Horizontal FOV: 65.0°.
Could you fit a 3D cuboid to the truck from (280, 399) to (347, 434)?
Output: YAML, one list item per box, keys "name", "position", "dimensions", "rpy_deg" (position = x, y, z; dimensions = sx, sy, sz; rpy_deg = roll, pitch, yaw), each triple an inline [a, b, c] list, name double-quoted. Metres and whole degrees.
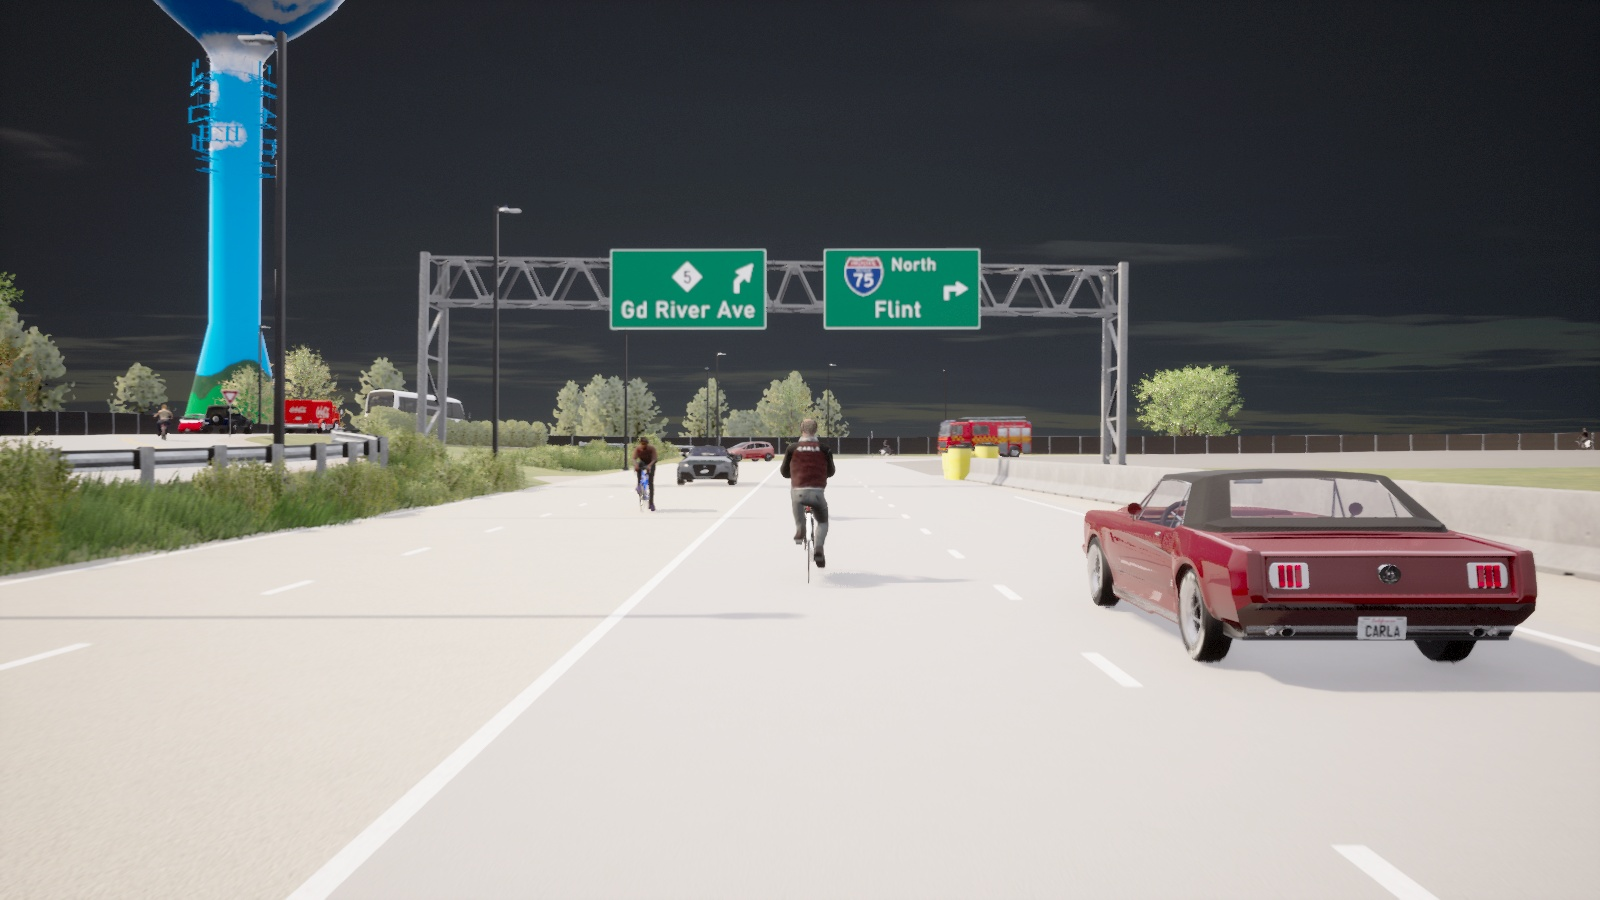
- name: "truck"
  position: [-35.701, -2.454, 92.345]
  dimensions: [2.627, 2.467, 5.204]
  rpy_deg: [0, 0, 3]

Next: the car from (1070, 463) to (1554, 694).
- name: "car"
  position: [3.572, 0.795, 9.878]
  dimensions: [1.895, 1.301, 4.718]
  rpy_deg: [0, 0, 0]

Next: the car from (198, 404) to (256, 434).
- name: "car"
  position: [-36.228, -1.970, 79.519]
  dimensions: [1.905, 1.878, 3.866]
  rpy_deg: [0, 1, 0]

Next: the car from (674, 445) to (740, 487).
- name: "car"
  position: [-3.228, 0.533, 44.358]
  dimensions: [1.994, 1.385, 4.181]
  rpy_deg: [0, 0, 0]

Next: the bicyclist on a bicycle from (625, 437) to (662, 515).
- name: "bicyclist on a bicycle"
  position: [-3.330, 0.536, 26.828]
  dimensions: [0.582, 1.620, 1.656]
  rpy_deg: [0, 1, 0]

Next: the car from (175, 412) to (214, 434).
- name: "car"
  position: [-39.694, -1.768, 82.357]
  dimensions: [1.481, 1.376, 2.207]
  rpy_deg: [0, 1, 1]

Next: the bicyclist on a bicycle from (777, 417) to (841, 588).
- name: "bicyclist on a bicycle"
  position: [0.096, 0.539, 13.952]
  dimensions: [0.659, 1.776, 1.843]
  rpy_deg: [0, 1, 0]
